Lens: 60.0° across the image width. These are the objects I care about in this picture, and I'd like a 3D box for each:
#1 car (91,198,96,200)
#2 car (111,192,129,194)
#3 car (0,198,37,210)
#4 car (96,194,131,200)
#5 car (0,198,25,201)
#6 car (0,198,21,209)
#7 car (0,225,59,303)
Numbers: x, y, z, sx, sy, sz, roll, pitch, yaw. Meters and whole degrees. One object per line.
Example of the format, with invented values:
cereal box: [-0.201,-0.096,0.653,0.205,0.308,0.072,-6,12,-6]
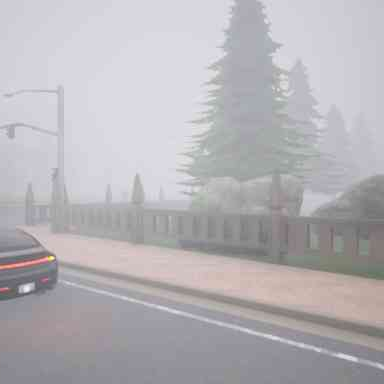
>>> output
car: [-15.910,1.387,59.232,1.837,1.490,4.892,0,1,36]
car: [-13.011,1.099,57.290,2.150,2.045,5.566,0,1,35]
car: [-22.848,1.533,43.539,1.994,1.385,4.181,0,0,36]
car: [-12.261,1.475,52.319,1.812,1.442,4.674,0,1,36]
car: [-21.039,1.519,40.059,2.033,1.411,5.357,0,0,36]
car: [-25.902,1.531,45.283,1.994,1.385,4.181,0,0,36]
car: [-4.971,1.499,7.482,4.892,1.490,1.837,0,0,36]
